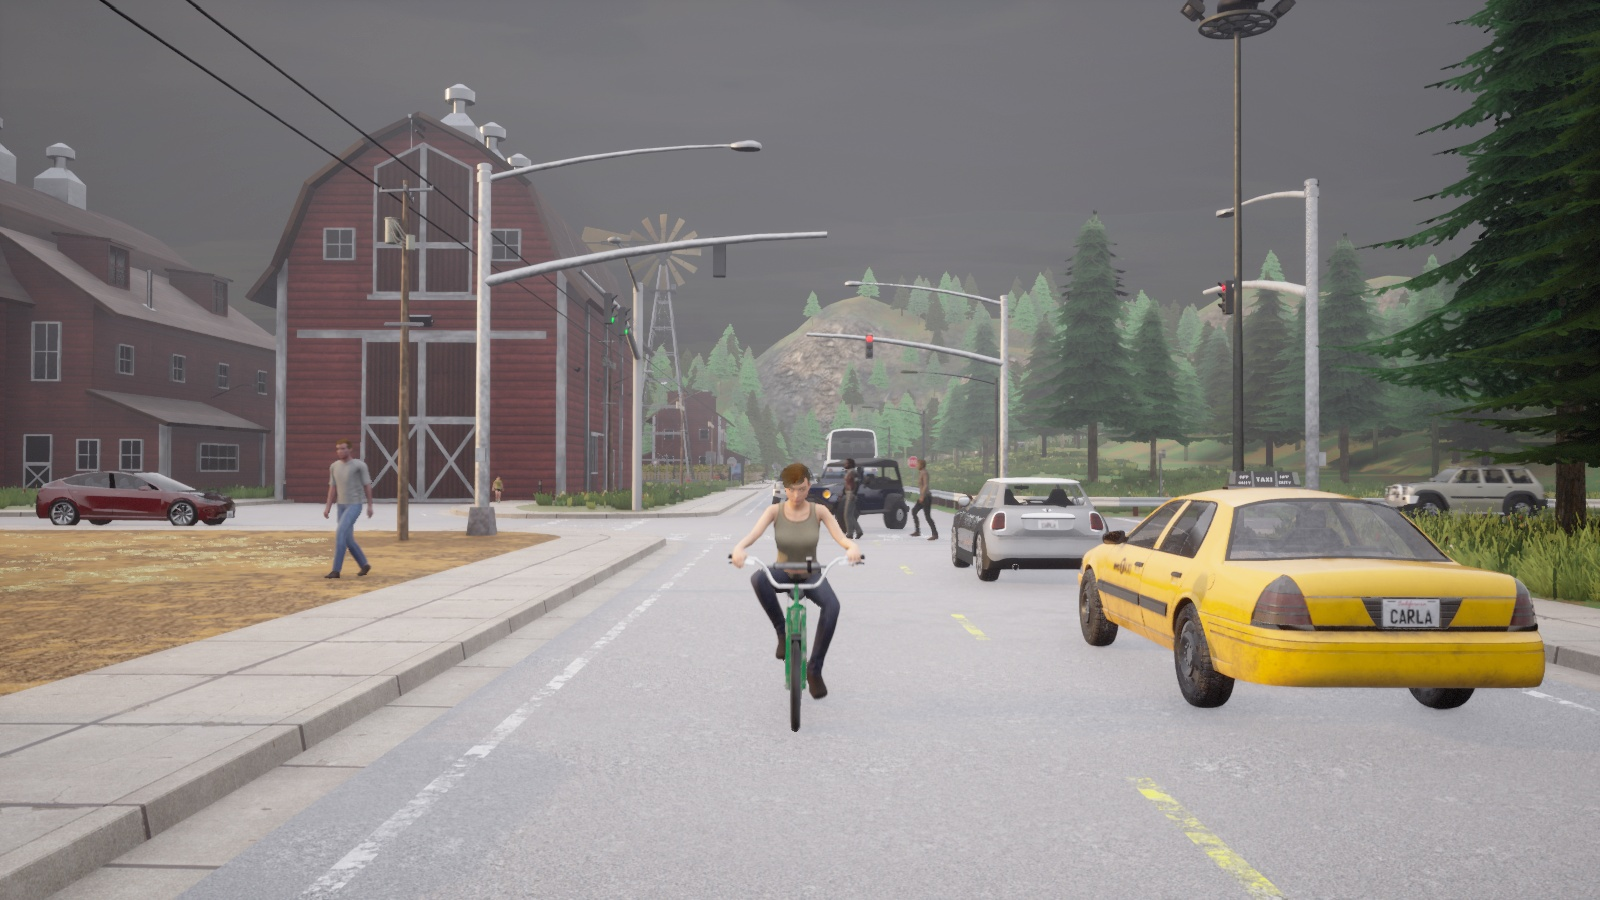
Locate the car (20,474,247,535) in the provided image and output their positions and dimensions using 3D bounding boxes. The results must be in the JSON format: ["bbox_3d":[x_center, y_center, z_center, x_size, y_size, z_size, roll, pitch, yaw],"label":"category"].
[{"bbox_3d":[-17.391,1.406,32.964,4.792,1.488,2.163,0,-1,-1],"label":"car"}]

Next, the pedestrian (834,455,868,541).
[{"bbox_3d":[1.155,1.071,28.461,0.666,1.930,0.402,0,-1,-12],"label":"pedestrian"}]

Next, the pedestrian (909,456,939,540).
[{"bbox_3d":[2.753,1.066,27.908,0.634,1.846,0.331,0,-1,1],"label":"pedestrian"}]

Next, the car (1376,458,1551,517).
[{"bbox_3d":[21.429,1.201,40.707,4.605,1.855,1.932,0,-1,4],"label":"car"}]

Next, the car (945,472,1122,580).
[{"bbox_3d":[3.454,1.089,19.289,1.970,1.475,3.806,0,-1,0],"label":"car"}]

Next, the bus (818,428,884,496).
[{"bbox_3d":[3.296,0.831,83.938,3.944,4.253,10.273,0,-1,0],"label":"bus"}]

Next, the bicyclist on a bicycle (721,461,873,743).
[{"bbox_3d":[-0.014,0.885,7.958,0.866,1.612,1.509,0,-1,0],"label":"bicyclist on a bicycle"}]

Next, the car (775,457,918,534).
[{"bbox_3d":[1.270,1.138,32.733,1.905,1.878,3.866,-1,-1,36],"label":"car"}]

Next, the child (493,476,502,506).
[{"bbox_3d":[-11.535,1.557,47.891,0.255,1.110,0.394,0,-1,-31],"label":"child"}]

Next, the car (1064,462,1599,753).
[{"bbox_3d":[3.477,0.899,9.517,1.801,1.575,5.366,0,-1,0],"label":"car"}]

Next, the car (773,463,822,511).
[{"bbox_3d":[-0.124,1.498,51.718,1.932,1.855,4.605,0,-1,0],"label":"car"}]

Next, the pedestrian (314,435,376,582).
[{"bbox_3d":[-5.813,0.739,16.059,0.354,1.836,0.706,-1,-1,22],"label":"pedestrian"}]
